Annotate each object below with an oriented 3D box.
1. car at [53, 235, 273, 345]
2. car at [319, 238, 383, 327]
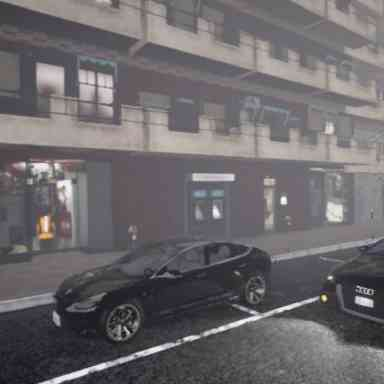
[{"bbox_3d":[-0.299,1.556,6.358,4.313,1.339,1.947,0,-1,-35],"label":"car"},{"bbox_3d":[4.347,1.543,6.375,4.181,1.385,1.994,0,0,-35],"label":"car"}]
